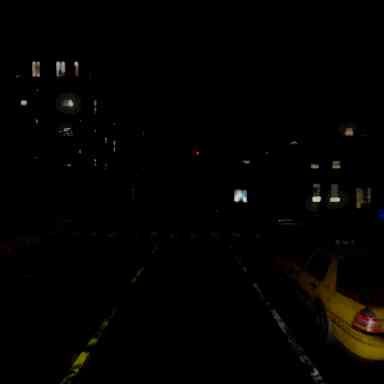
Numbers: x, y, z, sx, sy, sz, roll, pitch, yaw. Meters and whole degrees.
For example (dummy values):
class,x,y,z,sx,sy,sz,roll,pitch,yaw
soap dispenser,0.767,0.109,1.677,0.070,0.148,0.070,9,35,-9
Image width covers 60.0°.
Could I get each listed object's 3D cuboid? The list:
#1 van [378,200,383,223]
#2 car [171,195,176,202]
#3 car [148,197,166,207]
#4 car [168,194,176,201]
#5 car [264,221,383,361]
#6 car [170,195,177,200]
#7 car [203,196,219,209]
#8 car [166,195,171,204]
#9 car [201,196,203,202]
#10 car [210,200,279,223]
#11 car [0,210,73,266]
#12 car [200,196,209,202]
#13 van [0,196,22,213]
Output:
class,x,y,z,sx,sy,sz,roll,pitch,yaw
van,14.736,1.399,22.403,3.998,1.788,1.690,0,0,0
car,-5.426,1.546,78.177,1.752,1.417,4.829,0,0,0
car,-5.523,1.547,49.864,2.008,1.369,4.403,0,0,0
car,-5.387,1.475,89.739,1.967,1.590,4.097,0,0,0
car,2.707,1.522,6.152,1.752,1.417,4.829,0,0,0
car,-5.367,1.569,95.266,1.752,1.417,4.829,-1,0,0
car,2.837,1.434,44.150,1.967,1.590,4.097,0,0,0
car,-5.484,1.555,61.257,2.008,1.369,4.403,0,0,0
car,2.877,1.582,55.544,1.802,1.307,4.206,0,0,0
car,4.081,1.560,25.050,4.892,1.490,1.837,0,0,0
car,-5.655,1.520,11.542,1.752,1.417,4.829,0,0,0
car,2.956,1.571,78.331,2.008,1.369,4.403,-1,0,0
van,-17.657,1.270,30.654,3.998,1.788,1.690,0,0,0
